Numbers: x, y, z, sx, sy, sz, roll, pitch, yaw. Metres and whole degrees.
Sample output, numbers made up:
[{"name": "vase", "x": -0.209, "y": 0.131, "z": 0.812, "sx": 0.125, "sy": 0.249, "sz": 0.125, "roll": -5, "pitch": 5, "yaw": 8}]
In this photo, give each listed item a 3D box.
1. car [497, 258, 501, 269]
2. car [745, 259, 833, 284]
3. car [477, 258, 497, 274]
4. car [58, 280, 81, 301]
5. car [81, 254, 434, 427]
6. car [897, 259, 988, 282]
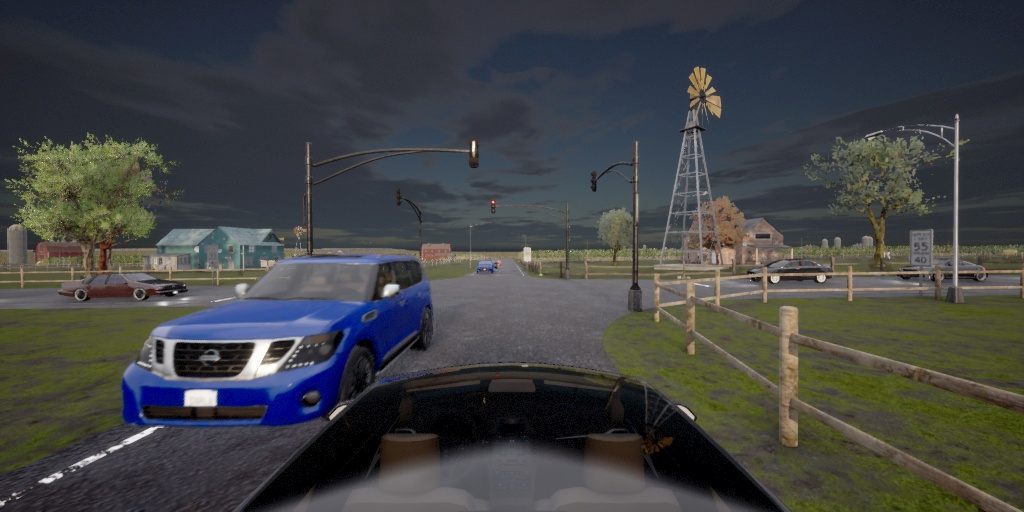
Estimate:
[{"name": "car", "x": -3.138, "y": 1.294, "z": 54.990, "sx": 2.033, "sy": 1.411, "sz": 5.357, "roll": 0, "pitch": 0, "yaw": 0}, {"name": "car", "x": 17.686, "y": 0.957, "z": 23.003, "sx": 4.892, "sy": 1.490, "sz": 1.837, "roll": -1, "pitch": 1, "yaw": 0}, {"name": "car", "x": -3.047, "y": 1.222, "z": 42.003, "sx": 1.882, "sy": 1.535, "sz": 5.008, "roll": 0, "pitch": 0, "yaw": -1}, {"name": "car", "x": -20.633, "y": 1.587, "z": 19.124, "sx": 5.357, "sy": 1.411, "sz": 2.033, "roll": -1, "pitch": 1, "yaw": 0}, {"name": "car", "x": -2.868, "y": 0.971, "z": 6.092, "sx": 2.150, "sy": 2.045, "sz": 5.566, "roll": 0, "pitch": 0, "yaw": 0}, {"name": "car", "x": 27.545, "y": 0.886, "z": 23.045, "sx": 4.181, "sy": 1.385, "sz": 1.994, "roll": -1, "pitch": 1, "yaw": 0}]
